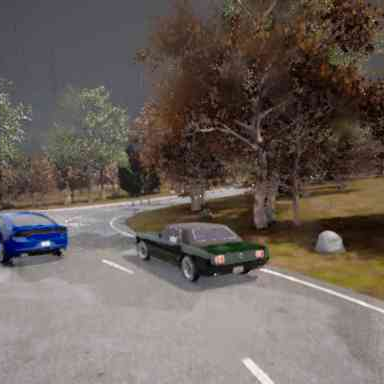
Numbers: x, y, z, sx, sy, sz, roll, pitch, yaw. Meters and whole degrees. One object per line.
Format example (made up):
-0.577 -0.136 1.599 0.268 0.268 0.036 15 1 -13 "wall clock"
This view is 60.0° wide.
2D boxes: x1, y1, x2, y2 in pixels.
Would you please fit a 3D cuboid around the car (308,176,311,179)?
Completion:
26.373 -3.335 78.313 2.128 1.511 4.902 0 5 40 "car"

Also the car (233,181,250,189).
9.919 -1.389 65.595 1.837 1.490 4.892 0 5 43 "car"

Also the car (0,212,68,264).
-6.307 1.437 11.899 5.008 1.535 1.882 0 0 43 "car"

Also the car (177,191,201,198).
-0.358 0.115 53.376 1.895 1.301 4.718 0 5 37 "car"

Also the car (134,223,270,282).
-0.041 1.547 9.745 1.895 1.301 4.718 0 0 -31 "car"
